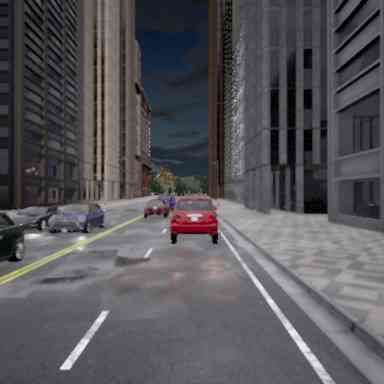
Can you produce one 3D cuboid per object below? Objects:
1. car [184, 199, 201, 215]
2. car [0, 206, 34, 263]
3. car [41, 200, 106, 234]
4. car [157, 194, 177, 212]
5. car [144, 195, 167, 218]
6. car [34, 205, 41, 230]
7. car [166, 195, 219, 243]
[{"bbox_3d":[0.057,1.624,37.139,1.837,1.490,4.892,0,0,0],"label":"car"},{"bbox_3d":[-6.587,1.379,9.188,2.097,1.767,4.553,0,0,0],"label":"car"},{"bbox_3d":[-6.583,1.409,19.461,2.097,1.767,4.553,0,0,1],"label":"car"},{"bbox_3d":[-3.227,1.363,43.296,2.150,2.045,5.566,0,0,0],"label":"car"},{"bbox_3d":[-3.246,1.449,31.454,2.097,1.767,4.553,0,0,0],"label":"car"},{"bbox_3d":[-9.748,1.619,21.354,1.837,1.490,4.892,0,0,0],"label":"car"},{"bbox_3d":[0.103,1.267,16.665,2.150,2.045,5.566,0,-1,0],"label":"car"}]
